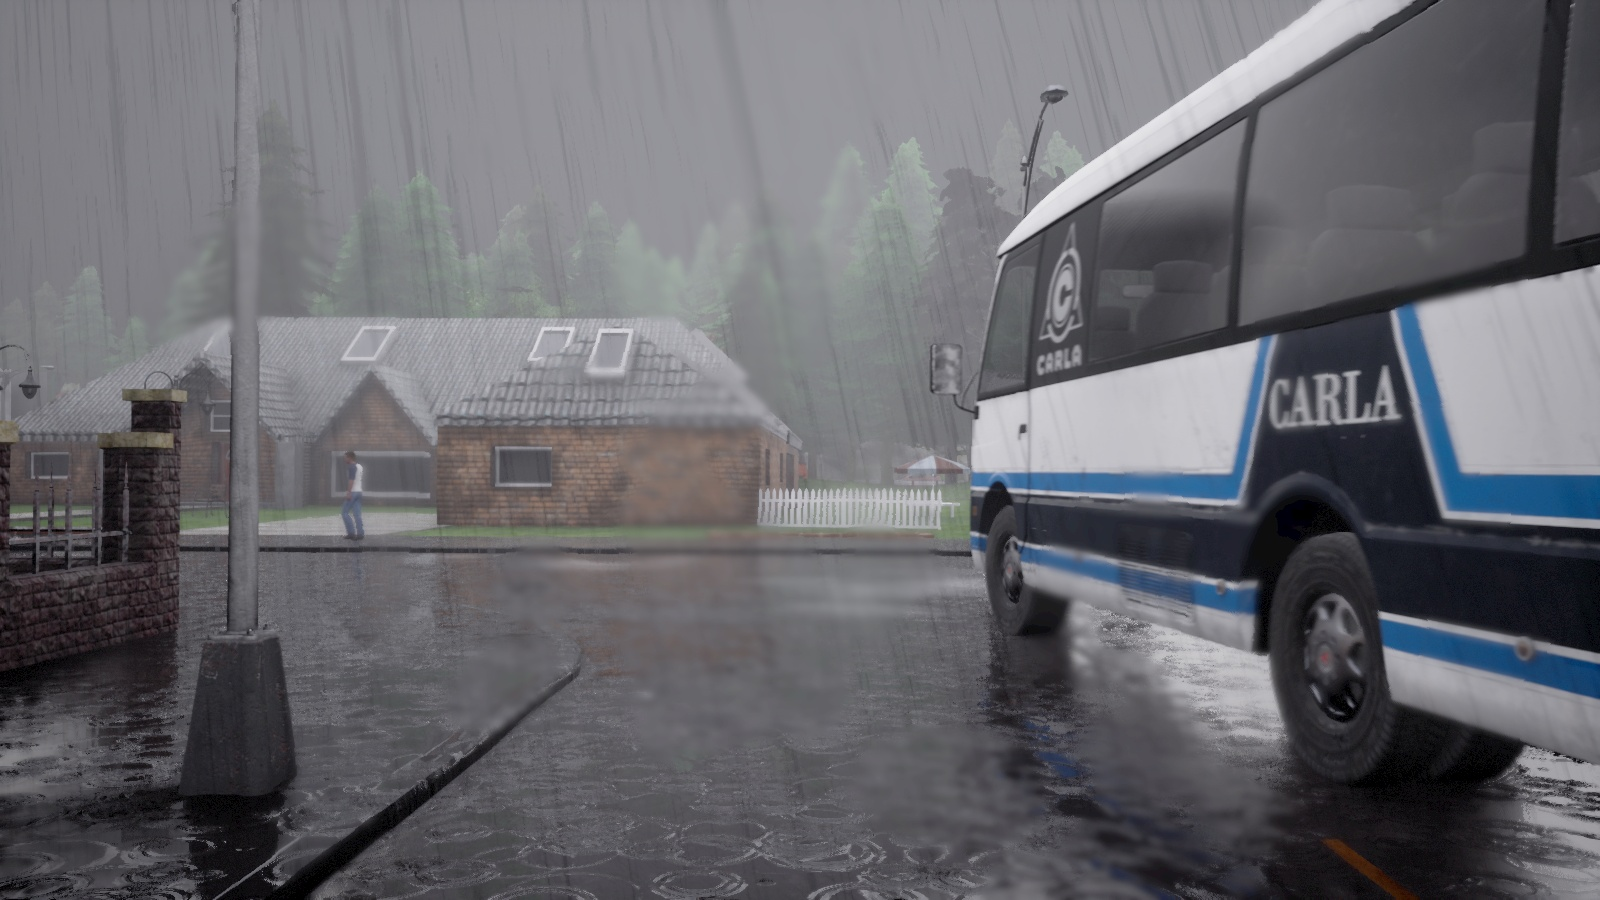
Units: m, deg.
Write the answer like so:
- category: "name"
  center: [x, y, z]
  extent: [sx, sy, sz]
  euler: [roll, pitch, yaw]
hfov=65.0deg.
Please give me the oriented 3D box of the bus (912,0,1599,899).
- category: "bus"
  center: [3.796, -0.424, 9.154]
  extent: [3.944, 4.253, 10.273]
  euler: [0, -1, -7]

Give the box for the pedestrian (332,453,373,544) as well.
- category: "pedestrian"
  center: [-9.116, 0.985, 25.597]
  extent: [0.706, 1.836, 0.354]
  euler: [0, -1, 1]
